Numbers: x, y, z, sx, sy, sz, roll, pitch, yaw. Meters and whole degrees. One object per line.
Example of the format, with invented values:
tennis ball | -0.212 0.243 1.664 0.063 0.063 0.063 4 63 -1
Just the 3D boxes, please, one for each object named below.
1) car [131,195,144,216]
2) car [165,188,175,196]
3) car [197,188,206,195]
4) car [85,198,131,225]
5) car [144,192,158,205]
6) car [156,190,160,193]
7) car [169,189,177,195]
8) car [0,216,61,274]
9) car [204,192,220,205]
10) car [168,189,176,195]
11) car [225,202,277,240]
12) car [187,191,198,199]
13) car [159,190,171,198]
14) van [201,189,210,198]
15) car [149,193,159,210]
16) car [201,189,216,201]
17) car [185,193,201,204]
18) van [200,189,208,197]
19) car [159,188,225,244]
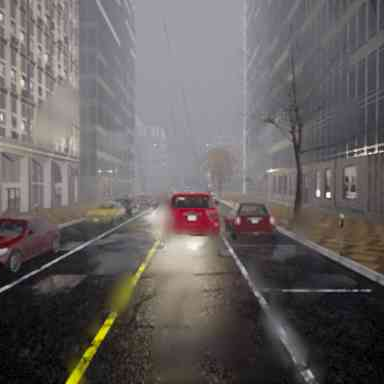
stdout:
car | -5.315 1.133 26.534 1.947 1.339 4.313 0 1 0
car | -5.313 -0.035 81.997 2.192 1.841 5.009 0 1 0
car | 2.568 -0.127 87.543 2.192 1.841 5.009 0 1 0
car | -5.315 1.185 20.816 1.752 1.417 4.829 0 1 0
car | -5.315 0.967 37.628 1.802 1.307 4.206 0 1 0
car | -5.314 0.748 48.721 1.887 1.381 4.507 0 1 0
car | -5.402 -0.095 93.088 1.967 1.590 4.097 0 1 0
car | -5.316 1.420 9.894 1.802 1.307 4.206 0 1 0
car | 2.566 0.817 43.343 1.752 1.417 4.829 0 1 0
car | -5.312 -0.002 87.546 1.967 1.590 4.097 0 1 0
car | 2.564 1.188 15.438 1.967 1.590 4.097 0 1 0
car | 0.102 0.566 60.925 1.994 1.385 4.181 0 1 0
car | -5.313 0.368 65.359 1.967 1.590 4.097 0 1 0
van | 2.567 0.269 65.357 1.690 1.788 3.998 0 1 0
car | -2.804 1.058 33.252 1.895 1.301 4.718 0 1 0
car | 2.571 0.427 54.261 2.192 1.841 5.009 0 1 0
car | 0.103 0.846 43.865 1.994 1.385 4.181 0 1 0
van | 2.567 0.177 70.904 1.690 1.788 3.998 0 1 0
car | 0.015 0.983 14.570 2.150 2.045 5.566 0 1 0
